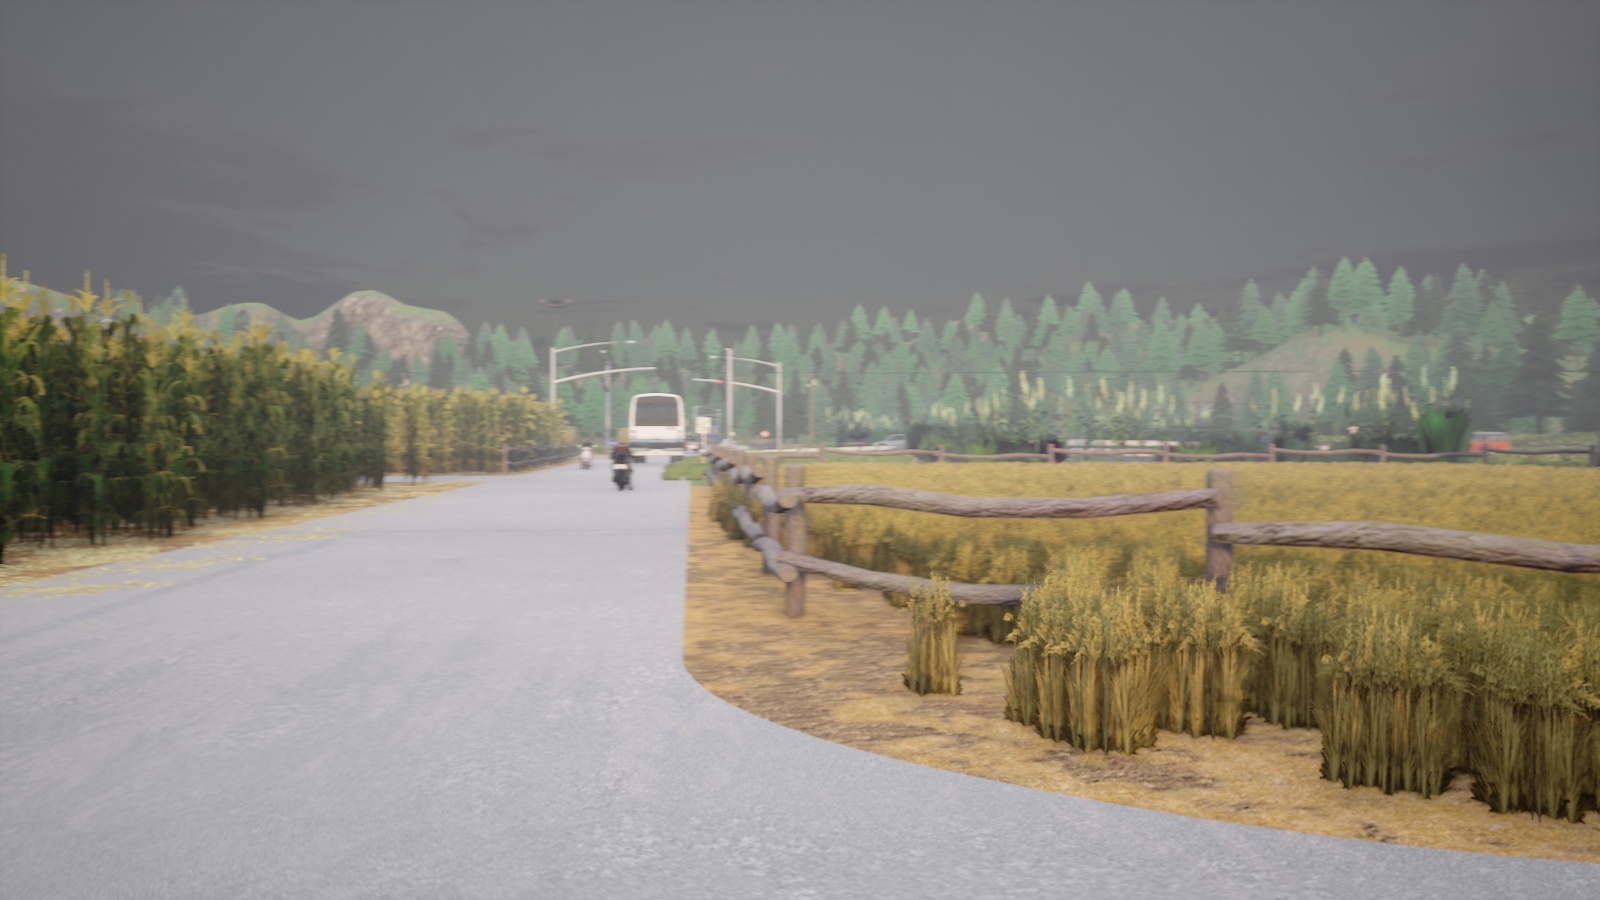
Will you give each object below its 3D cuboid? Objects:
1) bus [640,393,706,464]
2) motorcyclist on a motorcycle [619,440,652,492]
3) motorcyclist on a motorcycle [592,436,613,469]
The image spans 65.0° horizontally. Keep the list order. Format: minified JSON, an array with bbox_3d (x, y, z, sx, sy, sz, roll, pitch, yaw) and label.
[{"bbox_3d":[-8.048,-1.365,80.829,3.944,4.253,10.273,0,1,-4],"label":"bus"},{"bbox_3d":[-4.970,0.470,38.140,0.866,1.530,2.191,0,1,-4],"label":"motorcyclist on a motorcycle"},{"bbox_3d":[-9.857,0.123,62.745,0.866,1.590,1.817,0,1,-4],"label":"motorcyclist on a motorcycle"}]
